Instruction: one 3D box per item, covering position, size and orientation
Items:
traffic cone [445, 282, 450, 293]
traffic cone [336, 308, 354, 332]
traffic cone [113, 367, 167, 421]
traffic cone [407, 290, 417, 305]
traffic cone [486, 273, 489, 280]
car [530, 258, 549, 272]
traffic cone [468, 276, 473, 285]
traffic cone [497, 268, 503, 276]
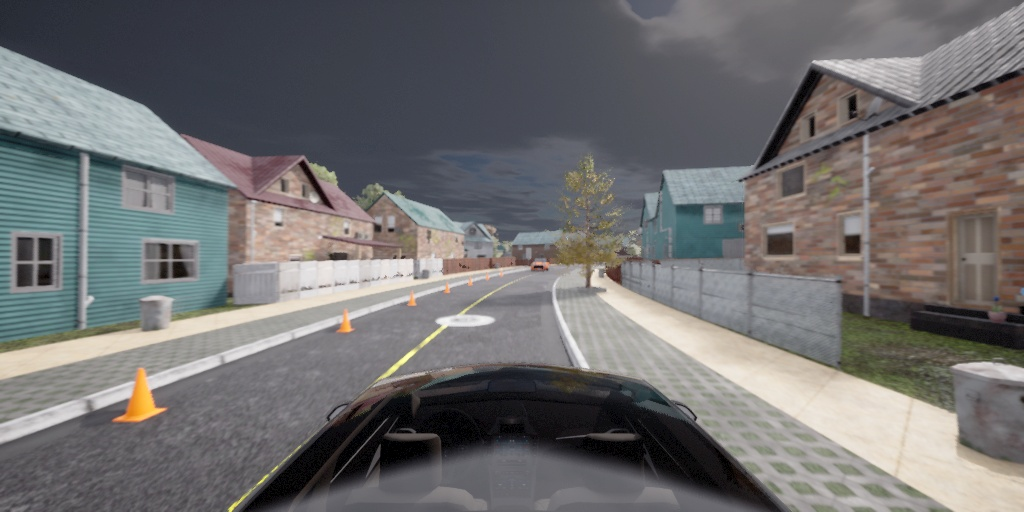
[{"bbox_3d":[-3.555,1.694,19.656,0.340,0.580,0.340,0,0,7],"label":"traffic cone"},{"bbox_3d":[-4.425,1.690,9.536,0.340,0.580,0.340,0,0,3],"label":"traffic cone"},{"bbox_3d":[-4.616,1.687,4.460,0.340,0.580,0.340,0,0,1],"label":"traffic cone"},{"bbox_3d":[-4.071,1.694,14.603,0.340,0.580,0.340,0,0,5],"label":"traffic cone"},{"bbox_3d":[-2.037,1.686,29.699,0.340,0.580,0.340,0,0,10],"label":"traffic cone"},{"bbox_3d":[3.597,1.043,45.885,2.097,1.767,4.553,0,0,9],"label":"car"},{"bbox_3d":[-2.876,1.692,24.690,0.340,0.580,0.340,0,0,9],"label":"traffic cone"},{"bbox_3d":[-1.037,1.678,34.679,0.340,0.580,0.340,0,0,12],"label":"traffic cone"}]
